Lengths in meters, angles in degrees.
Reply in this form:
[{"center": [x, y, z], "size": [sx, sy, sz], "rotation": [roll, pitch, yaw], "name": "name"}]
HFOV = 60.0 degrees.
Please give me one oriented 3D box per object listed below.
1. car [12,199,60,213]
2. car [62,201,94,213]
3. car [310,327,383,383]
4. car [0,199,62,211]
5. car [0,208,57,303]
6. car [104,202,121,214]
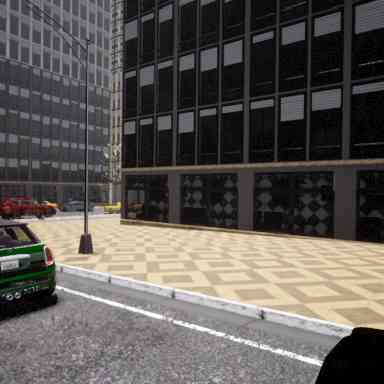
[{"center": [-18.444, 1.641, 39.553], "size": [1.752, 1.417, 4.829], "rotation": [1, 0, 37], "name": "car"}, {"center": [-14.208, 1.753, 40.898], "size": [1.994, 1.385, 4.181], "rotation": [1, 0, 37], "name": "car"}, {"center": [2.966, 1.601, 1.565], "size": [4.718, 1.301, 1.895], "rotation": [0, 0, 36], "name": "car"}, {"center": [-14.963, 1.518, 30.172], "size": [2.192, 1.841, 5.009], "rotation": [1, 0, 37], "name": "car"}, {"center": [-5.033, 1.348, 7.283], "size": [4.553, 1.767, 2.097], "rotation": [0, 0, 36], "name": "car"}, {"center": [-8.150, 1.829, 39.372], "size": [1.752, 1.417, 4.829], "rotation": [1, 0, 37], "name": "car"}]
